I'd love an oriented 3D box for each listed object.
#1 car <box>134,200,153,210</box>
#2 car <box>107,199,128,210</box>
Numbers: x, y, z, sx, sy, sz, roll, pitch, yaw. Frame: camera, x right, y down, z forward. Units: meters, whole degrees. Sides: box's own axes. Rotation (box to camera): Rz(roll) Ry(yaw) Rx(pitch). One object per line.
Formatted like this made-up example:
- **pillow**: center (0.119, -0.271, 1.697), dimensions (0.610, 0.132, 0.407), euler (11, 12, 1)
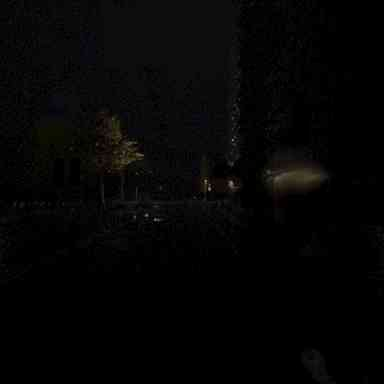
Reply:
- **car**: center (-6.368, 1.674, 43.645), dimensions (1.895, 1.301, 4.718), euler (0, 0, 0)
- **car**: center (-9.624, 1.597, 43.273), dimensions (1.812, 1.442, 4.674), euler (0, 0, 1)
